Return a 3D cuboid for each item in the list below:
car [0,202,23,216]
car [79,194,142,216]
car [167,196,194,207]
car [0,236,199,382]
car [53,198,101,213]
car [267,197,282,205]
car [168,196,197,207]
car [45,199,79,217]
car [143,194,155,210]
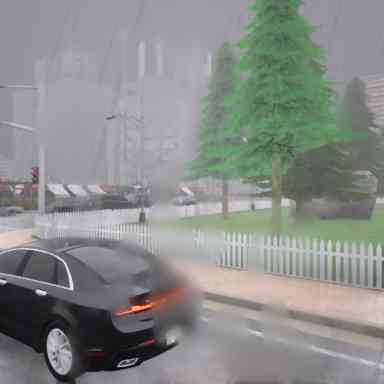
[{"bbox_3d":[-18.020,1.601,30.051,1.895,1.301,4.718,0,0,36],"label":"car"},{"bbox_3d":[-7.722,1.221,32.303,2.150,2.045,5.566,0,0,33],"label":"car"},{"bbox_3d":[-1.877,1.505,53.907,1.837,1.490,4.892,0,0,34],"label":"car"},{"bbox_3d":[-2.178,1.505,5.481,4.892,1.490,1.837,0,0,36],"label":"car"},{"bbox_3d":[-12.883,1.478,37.583,1.882,1.535,5.008,0,0,34],"label":"car"},{"bbox_3d":[14.945,1.564,59.830,1.994,1.385,4.181,0,0,34],"label":"car"},{"bbox_3d":[-1.146,1.352,48.744,2.097,1.767,4.553,0,0,34],"label":"car"},{"bbox_3d":[-12.325,1.491,32.136,2.128,1.511,4.902,0,0,34],"label":"car"},{"bbox_3d":[-6.851,1.221,40.283,2.150,2.045,5.566,0,0,34],"label":"car"}]
